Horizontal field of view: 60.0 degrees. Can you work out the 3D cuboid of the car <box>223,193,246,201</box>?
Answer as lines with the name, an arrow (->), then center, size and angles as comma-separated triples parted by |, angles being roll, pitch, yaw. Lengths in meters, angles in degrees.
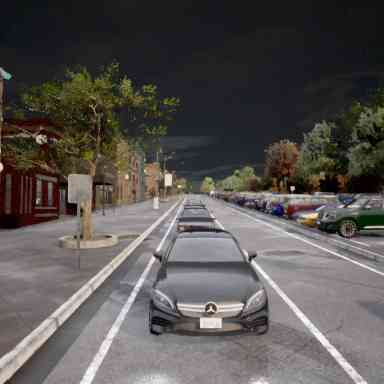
car -> 8.863, 1.039, 70.332 | 4.553, 1.767, 2.185 | 0, 1, 0

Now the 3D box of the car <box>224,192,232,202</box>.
car -> 8.952, 1.280, 61.925 | 4.674, 1.452, 2.002 | 0, 1, 0

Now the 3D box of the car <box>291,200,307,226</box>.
car -> 9.072, 1.466, 19.866 | 5.366, 1.575, 1.946 | 0, 0, 0

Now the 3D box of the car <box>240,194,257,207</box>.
car -> 9.102, 1.409, 42.300 | 4.892, 1.521, 2.231 | 0, 0, 0

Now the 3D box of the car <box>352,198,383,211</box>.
car -> 22.220, 1.452, 40.240 | 4.792, 1.488, 2.163 | 0, 0, 0

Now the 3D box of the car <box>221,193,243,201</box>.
car -> 8.843, 1.014, 73.136 | 4.553, 1.767, 2.185 | 0, 1, 0

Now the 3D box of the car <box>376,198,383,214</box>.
car -> 22.416, 1.444, 34.686 | 5.366, 1.575, 1.946 | 0, 0, 0

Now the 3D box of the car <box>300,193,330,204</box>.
car -> 22.082, 1.136, 59.669 | 4.553, 1.767, 2.185 | 0, 1, 0

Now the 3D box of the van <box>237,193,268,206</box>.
van -> 9.152, 1.114, 50.711 | 4.442, 1.987, 1.878 | 0, 1, 0

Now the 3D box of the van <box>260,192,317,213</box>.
van -> 9.060, 1.230, 31.083 | 4.442, 1.987, 1.878 | 0, 0, 0

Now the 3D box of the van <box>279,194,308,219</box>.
van -> 9.334, 1.237, 25.474 | 4.442, 1.987, 1.878 | 0, 0, 0

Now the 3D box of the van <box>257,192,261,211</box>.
van -> 9.273, 1.222, 33.886 | 4.442, 1.987, 1.878 | 0, 0, 0

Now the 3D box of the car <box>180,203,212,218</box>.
car -> 0.191, 1.532, 17.436 | 2.033, 1.411, 5.357 | 0, 0, 0

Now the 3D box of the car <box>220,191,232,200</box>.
car -> 8.906, 0.963, 64.725 | 5.566, 2.045, 2.435 | 0, 1, 0

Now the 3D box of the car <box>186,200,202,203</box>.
car -> 0.216, 1.442, 29.884 | 2.128, 1.511, 4.902 | 0, 0, 0

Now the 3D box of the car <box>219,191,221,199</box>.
car -> 8.886, 0.938, 67.528 | 5.566, 2.045, 2.435 | 0, 1, 0

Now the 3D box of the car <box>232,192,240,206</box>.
car -> 9.028, 1.113, 47.906 | 5.566, 2.045, 2.435 | 0, 1, 0

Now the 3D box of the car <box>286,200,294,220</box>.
car -> 9.240, 1.506, 22.671 | 4.674, 1.452, 2.002 | 0, 0, 0

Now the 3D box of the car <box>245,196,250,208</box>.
car -> 9.114, 1.466, 39.497 | 4.674, 1.452, 2.002 | 0, 0, 0

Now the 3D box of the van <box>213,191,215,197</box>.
van -> 8.636, 0.764, 89.953 | 4.442, 1.987, 1.878 | 0, 1, 0

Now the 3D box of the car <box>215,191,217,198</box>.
car -> 8.808, 1.065, 81.546 | 5.008, 1.535, 2.097 | 0, 1, 0

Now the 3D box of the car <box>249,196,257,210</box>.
car -> 9.166, 1.470, 36.689 | 4.792, 1.488, 2.163 | 0, 0, 0

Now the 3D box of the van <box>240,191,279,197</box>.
van -> 9.193, 1.163, 45.106 | 4.442, 1.987, 1.878 | 0, 0, 0

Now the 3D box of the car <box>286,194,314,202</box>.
car -> 21.997, 1.188, 67.996 | 4.892, 1.521, 2.231 | 0, 1, 0

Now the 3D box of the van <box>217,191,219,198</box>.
van -> 8.717, 0.864, 78.740 | 4.442, 1.987, 1.878 | 0, 1, 0

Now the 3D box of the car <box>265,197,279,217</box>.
car -> 9.192, 1.460, 28.277 | 5.008, 1.535, 2.097 | 0, 0, 0

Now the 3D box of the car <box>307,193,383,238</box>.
car -> 9.250, 1.221, 17.064 | 5.566, 2.045, 2.435 | 0, 0, 0

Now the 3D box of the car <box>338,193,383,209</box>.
car -> 22.143, 1.153, 43.012 | 5.566, 2.045, 2.435 | 0, 0, 0

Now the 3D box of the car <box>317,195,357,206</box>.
car -> 22.297, 1.332, 51.343 | 5.366, 1.575, 1.946 | 0, 1, 0

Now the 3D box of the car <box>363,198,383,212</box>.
car -> 22.182, 1.469, 37.456 | 4.792, 1.488, 2.163 | 0, 0, 0

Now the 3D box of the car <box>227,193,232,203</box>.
car -> 8.989, 1.291, 56.318 | 4.892, 1.521, 2.231 | 0, 1, 0

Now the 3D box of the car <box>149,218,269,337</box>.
car -> 0.252, 1.524, 6.857 | 1.812, 1.442, 4.674 | 0, 0, 0

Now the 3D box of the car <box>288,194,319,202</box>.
car -> 21.826, 1.209, 65.218 | 5.366, 1.575, 1.946 | 0, 0, 0

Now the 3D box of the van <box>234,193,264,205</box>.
van -> 9.132, 1.089, 53.514 | 4.442, 1.987, 1.878 | 0, 1, 0
